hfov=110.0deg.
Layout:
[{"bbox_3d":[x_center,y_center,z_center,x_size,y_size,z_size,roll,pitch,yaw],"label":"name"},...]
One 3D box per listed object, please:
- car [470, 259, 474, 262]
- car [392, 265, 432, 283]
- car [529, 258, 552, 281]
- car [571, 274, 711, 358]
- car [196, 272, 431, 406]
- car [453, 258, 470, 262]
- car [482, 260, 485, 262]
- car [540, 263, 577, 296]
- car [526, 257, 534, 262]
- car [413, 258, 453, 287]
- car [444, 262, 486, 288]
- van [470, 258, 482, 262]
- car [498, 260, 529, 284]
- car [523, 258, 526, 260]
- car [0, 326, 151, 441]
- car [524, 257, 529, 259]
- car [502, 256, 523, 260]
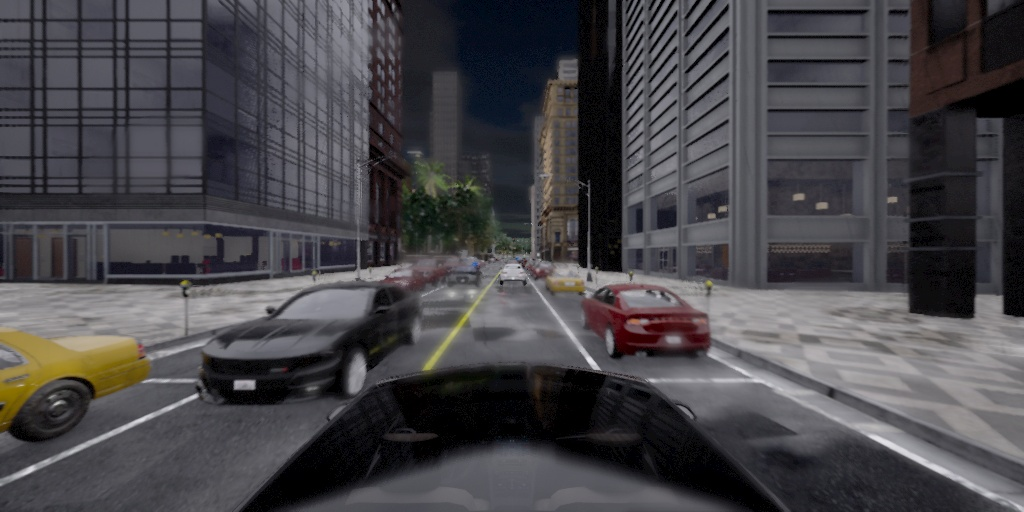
[{"bbox_3d":[-5.784,1.320,40.898,1.888,1.381,4.507,0,0,0],"label":"car"},{"bbox_3d":[-5.773,1.339,19.195,1.802,1.307,4.207,0,0,0],"label":"car"},{"bbox_3d":[2.747,1.204,30.040,1.967,1.591,4.097,0,0,0],"label":"car"},{"bbox_3d":[2.758,1.297,8.340,1.888,1.381,4.507,0,0,0],"label":"car"},{"bbox_3d":[-3.085,1.229,6.649,1.882,1.535,5.008,0,0,0],"label":"car"},{"bbox_3d":[-5.781,1.084,35.472,2.192,1.841,5.009,0,0,0],"label":"car"},{"bbox_3d":[-5.792,1.231,57.177,1.967,1.591,4.097,0,0,0],"label":"car"},{"bbox_3d":[2.753,1.282,19.360,1.751,1.417,4.829,0,0,0],"label":"car"},{"bbox_3d":[2.744,1.209,35.465,1.967,1.591,4.097,0,0,0],"label":"car"},{"bbox_3d":[-5.775,1.075,24.621,2.192,1.841,5.009,0,0,0],"label":"car"},{"bbox_3d":[-3.018,1.325,24.020,1.994,1.385,4.181,0,0,1],"label":"car"},{"bbox_3d":[-5.789,1.127,51.750,1.690,1.789,3.998,0,0,0],"label":"van"},{"bbox_3d":[0.080,1.288,26.723,1.812,1.442,4.674,0,0,0],"label":"car"},{"bbox_3d":[2.739,1.331,46.315,2.007,1.370,4.403,0,0,0],"label":"car"},{"bbox_3d":[-5.764,1.276,2.747,1.751,1.417,4.829,0,0,0],"label":"car"},{"bbox_3d":[2.736,1.311,51.910,1.751,1.417,4.829,0,0,0],"label":"car"},{"bbox_3d":[0.075,1.133,47.119,2.097,1.767,4.553,0,0,0],"label":"car"}]
